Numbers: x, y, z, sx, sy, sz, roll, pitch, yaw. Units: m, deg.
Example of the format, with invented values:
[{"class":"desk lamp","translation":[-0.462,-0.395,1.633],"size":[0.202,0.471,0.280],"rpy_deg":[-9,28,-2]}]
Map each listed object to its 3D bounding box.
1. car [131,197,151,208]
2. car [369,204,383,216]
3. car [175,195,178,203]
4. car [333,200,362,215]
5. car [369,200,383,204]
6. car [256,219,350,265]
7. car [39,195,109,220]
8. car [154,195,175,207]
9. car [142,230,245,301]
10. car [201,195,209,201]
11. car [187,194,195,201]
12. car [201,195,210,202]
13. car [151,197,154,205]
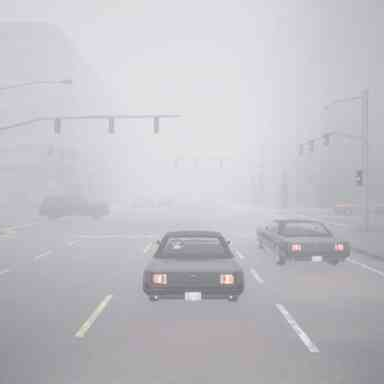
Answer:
[{"class":"car","translation":[-7.560,1.492,47.830],"size":[1.837,1.490,4.892],"rpy_deg":[0,0,0]},{"class":"car","translation":[3.592,1.221,1.882],"size":[2.150,2.045,5.566],"rpy_deg":[0,0,0]},{"class":"car","translation":[-4.001,1.489,60.083],"size":[1.837,1.490,4.892],"rpy_deg":[0,0,1]},{"class":"car","translation":[17.179,1.524,34.261],"size":[5.008,1.535,1.882],"rpy_deg":[0,0,0]},{"class":"car","translation":[19.245,1.539,30.761],"size":[4.902,1.511,2.128],"rpy_deg":[0,0,0]},{"class":"car","translation":[3.539,1.598,11.634],"size":[1.895,1.301,4.718],"rpy_deg":[0,0,0]},{"class":"car","translation":[-9.799,1.249,27.886],"size":[5.566,2.045,2.150],"rpy_deg":[0,0,-13]},{"class":"car","translation":[-4.079,1.534,50.240],"size":[2.033,1.411,5.357],"rpy_deg":[0,0,0]},{"class":"car","translation":[0.036,1.599,8.245],"size":[1.895,1.301,4.718],"rpy_deg":[0,0,0]},{"class":"car","translation":[3.318,1.530,87.362],"size":[1.994,1.385,4.181],"rpy_deg":[0,0,1]},{"class":"car","translation":[-0.183,1.333,87.230],"size":[2.097,1.767,4.553],"rpy_deg":[0,0,1]},{"class":"car","translation":[3.227,1.575,77.387],"size":[1.895,1.301,4.718],"rpy_deg":[0,0,1]},{"class":"car","translation":[-7.533,1.532,58.398],"size":[2.033,1.411,5.357],"rpy_deg":[0,0,0]}]
